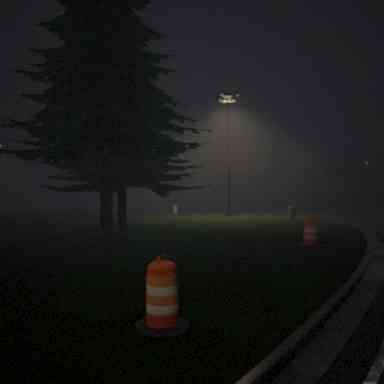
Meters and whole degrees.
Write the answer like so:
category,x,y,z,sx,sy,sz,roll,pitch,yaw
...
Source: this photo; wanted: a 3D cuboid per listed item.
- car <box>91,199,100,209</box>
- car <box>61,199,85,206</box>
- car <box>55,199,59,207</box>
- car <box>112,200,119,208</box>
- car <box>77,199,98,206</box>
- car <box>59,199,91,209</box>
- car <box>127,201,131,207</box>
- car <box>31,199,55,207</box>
category,x,y,z,sx,sy,sz,roll,pitch,yaw
car,-18.067,2.212,60.080,4.902,1.511,2.128,-1,-1,38
car,-24.916,2.242,69.572,5.357,1.411,2.033,-1,-1,37
car,-27.023,2.196,66.778,4.892,1.490,1.837,-1,-1,37
car,-15.792,2.270,62.744,5.357,1.411,2.033,-1,-1,38
car,-22.809,2.208,72.367,4.892,1.490,1.837,-1,-1,37
car,-20.158,2.205,57.272,4.902,1.511,2.128,-1,-1,38
car,-14.097,2.261,65.855,4.674,1.442,1.812,-1,-1,38
car,-29.130,2.190,63.983,4.892,1.490,1.837,-1,-1,37
